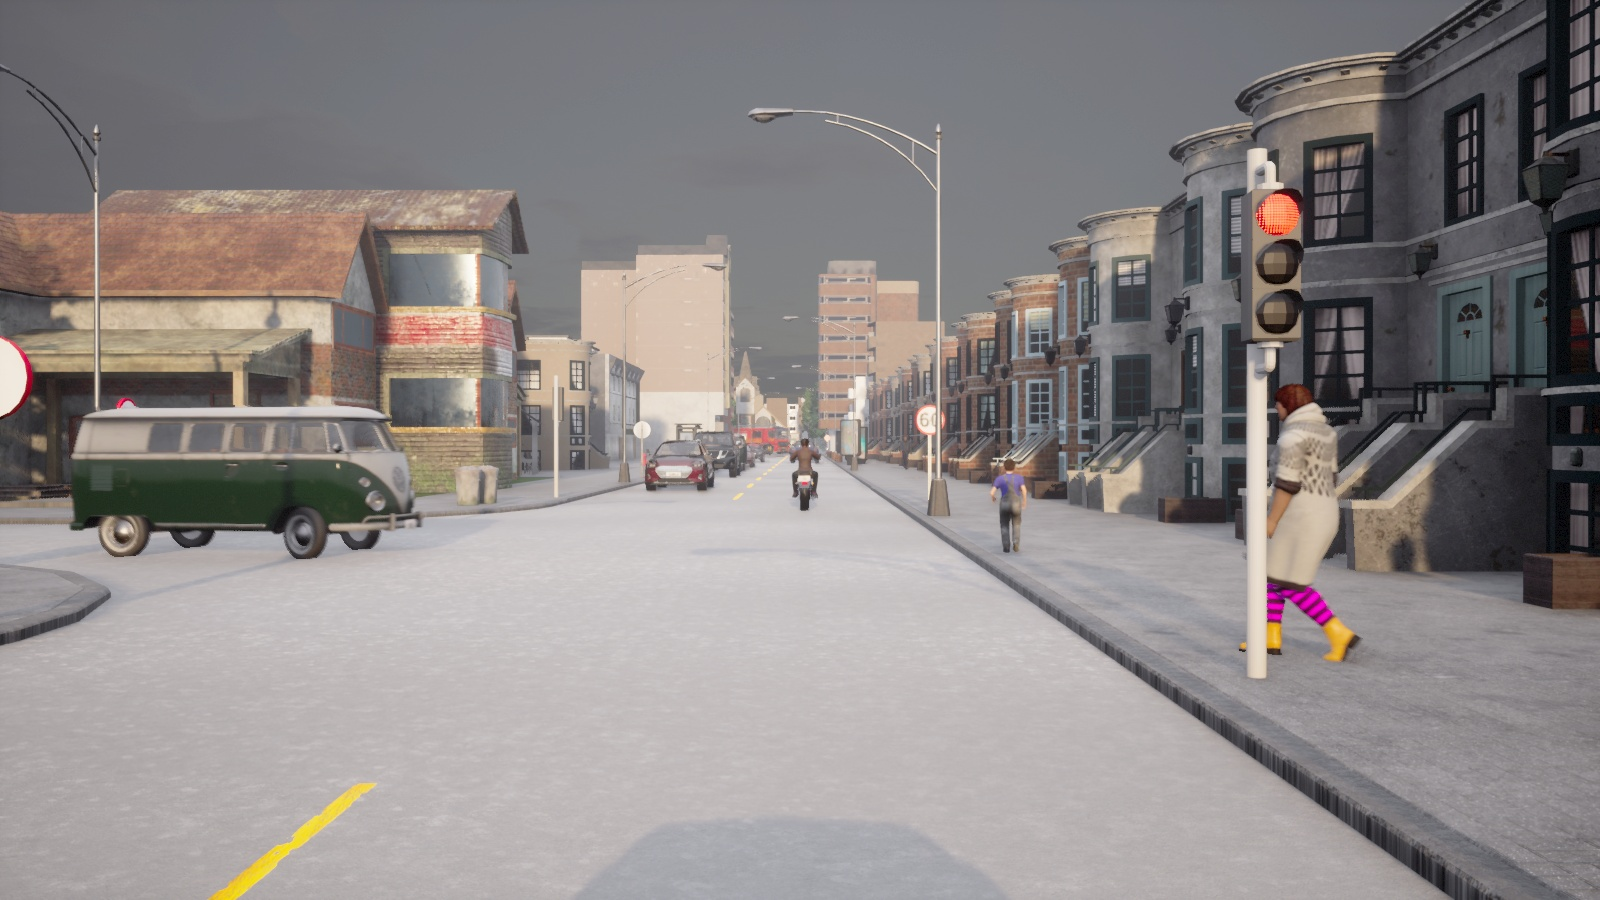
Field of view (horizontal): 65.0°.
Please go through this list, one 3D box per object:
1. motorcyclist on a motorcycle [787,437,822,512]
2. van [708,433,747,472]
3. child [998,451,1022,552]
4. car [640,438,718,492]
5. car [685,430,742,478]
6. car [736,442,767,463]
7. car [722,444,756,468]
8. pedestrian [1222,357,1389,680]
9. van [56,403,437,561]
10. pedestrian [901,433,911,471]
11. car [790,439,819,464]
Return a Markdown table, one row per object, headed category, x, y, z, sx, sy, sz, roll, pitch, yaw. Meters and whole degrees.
| category | x | y | z | sx | sy | sz | roll | pitch | yaw |
| --- | --- | --- | --- | --- | --- | --- | --- | --- | --- |
| motorcyclist on a motorcycle | 0.120 | 0.535 | 28.745 | 0.766 | 1.649 | 2.350 | 0 | 0 | 1 |
| van | -3.764 | 0.125 | 65.981 | 1.775 | 1.987 | 4.442 | 0 | 0 | 0 |
| child | 2.675 | 0.648 | 15.989 | 0.270 | 1.263 | 0.437 | 0 | 0 | 6 |
| car | -3.853 | 0.443 | 40.826 | 2.033 | 1.649 | 4.856 | 0 | 0 | 0 |
| car | -3.803 | 0.147 | 55.891 | 2.150 | 2.045 | 5.566 | 0 | 0 | 0 |
| car | -3.655 | 0.160 | 95.540 | 2.128 | 1.511 | 4.902 | 0 | 0 | 0 |
| car | -3.727 | 0.333 | 77.235 | 1.812 | 1.442 | 4.674 | 0 | 0 | 0 |
| pedestrian | 3.266 | 0.413 | 8.114 | 0.873 | 1.952 | 0.659 | 0 | 0 | 35 |
| van | -7.393 | 0.397 | 16.955 | 4.442 | 1.987 | 1.775 | 0 | 0 | 9 |
| pedestrian | 5.463 | 0.095 | 64.733 | 0.423 | 1.949 | 0.788 | 0 | 0 | 10 |
| car | 0.335 | 0.082 | 92.656 | 2.097 | 1.767 | 4.553 | 0 | 0 | 0 |
